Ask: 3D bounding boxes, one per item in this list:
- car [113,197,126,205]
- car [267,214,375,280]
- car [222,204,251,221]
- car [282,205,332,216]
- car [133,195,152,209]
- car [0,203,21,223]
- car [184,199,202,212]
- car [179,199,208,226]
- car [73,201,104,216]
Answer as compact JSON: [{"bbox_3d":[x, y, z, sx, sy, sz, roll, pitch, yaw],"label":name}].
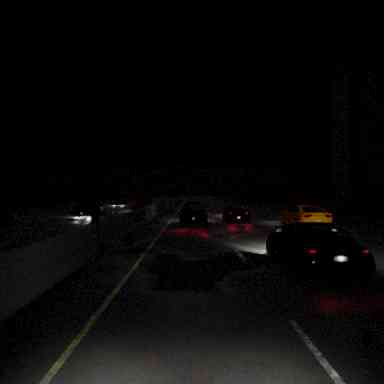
[{"bbox_3d":[-13.996,1.799,64.301,1.812,1.442,4.674,0,0,0],"label":"car"},{"bbox_3d":[3.601,1.591,10.038,1.994,1.385,4.181,0,0,0],"label":"car"},{"bbox_3d":[3.603,1.692,27.809,1.895,1.301,4.718,0,0,0],"label":"car"},{"bbox_3d":[7.103,1.543,21.045,1.882,1.535,5.008,0,0,0],"label":"car"},{"bbox_3d":[-7.071,1.398,47.873,2.150,2.045,5.566,0,-1,0],"label":"car"},{"bbox_3d":[-14.096,1.566,23.614,2.128,1.511,4.902,0,0,0],"label":"car"},{"bbox_3d":[0.105,1.638,41.492,2.128,1.511,4.902,0,0,0],"label":"car"},{"bbox_3d":[0.102,1.553,23.823,1.882,1.535,5.008,0,0,0],"label":"car"},{"bbox_3d":[-10.589,1.667,34.520,2.033,1.411,5.357,0,0,0],"label":"car"}]
